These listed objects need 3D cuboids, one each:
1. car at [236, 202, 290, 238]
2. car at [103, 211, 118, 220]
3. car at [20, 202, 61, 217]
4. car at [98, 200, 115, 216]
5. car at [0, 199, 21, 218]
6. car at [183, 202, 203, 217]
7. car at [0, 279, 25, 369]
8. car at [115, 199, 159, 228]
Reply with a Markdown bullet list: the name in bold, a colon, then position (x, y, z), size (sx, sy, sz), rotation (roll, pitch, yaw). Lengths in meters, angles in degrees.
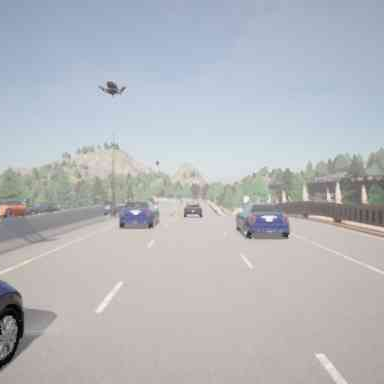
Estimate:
- **car**: position (3.604, 1.306, 17.658), size (2.097, 1.767, 4.553), rotation (0, 0, 0)
- **car**: position (-17.484, 5.175, 71.946), size (2.097, 1.767, 4.553), rotation (0, -6, 0)
- **car**: position (-14.083, 1.742, 31.655), size (1.994, 1.385, 4.181), rotation (0, -2, 0)
- **car**: position (-10.568, 2.070, 42.419), size (2.150, 2.045, 5.566), rotation (0, -5, 0)
- **car**: position (-17.583, 1.524, 31.489), size (2.097, 1.767, 4.553), rotation (0, -2, 0)
- **car**: position (0.108, 1.833, 35.053), size (2.128, 1.511, 4.902), rotation (0, -3, 0)
- **car**: position (-3.401, 1.344, 2.849), size (2.097, 1.767, 4.553), rotation (0, 0, 0)
- **car**: position (-3.394, 1.306, 22.101), size (2.097, 1.767, 4.553), rotation (0, 0, 0)
